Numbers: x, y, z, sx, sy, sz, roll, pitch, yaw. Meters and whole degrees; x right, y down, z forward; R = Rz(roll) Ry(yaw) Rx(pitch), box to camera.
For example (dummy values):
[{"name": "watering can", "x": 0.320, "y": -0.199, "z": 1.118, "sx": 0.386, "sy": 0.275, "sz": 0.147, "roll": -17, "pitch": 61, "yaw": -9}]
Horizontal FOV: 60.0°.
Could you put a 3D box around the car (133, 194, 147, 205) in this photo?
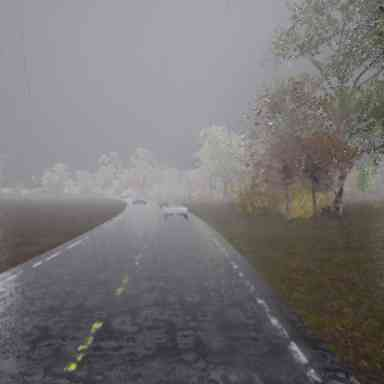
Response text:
[{"name": "car", "x": -8.299, "y": 1.129, "z": 52.728, "sx": 2.097, "sy": 1.767, "sz": 4.553, "roll": 0, "pitch": 0, "yaw": -11}]

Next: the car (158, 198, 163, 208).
[{"name": "car", "x": -3.489, "y": 1.415, "z": 43.619, "sx": 1.895, "sy": 1.301, "sz": 4.718, "roll": 0, "pitch": 0, "yaw": -9}]

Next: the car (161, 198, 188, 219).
[{"name": "car", "x": -1.462, "y": 1.482, "z": 28.042, "sx": 1.895, "sy": 1.301, "sz": 4.718, "roll": 0, "pitch": 0, "yaw": -6}]

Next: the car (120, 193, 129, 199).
[{"name": "car", "x": -18.606, "y": 1.081, "z": 91.658, "sx": 1.882, "sy": 1.535, "sz": 5.008, "roll": 0, "pitch": 0, "yaw": -19}]
